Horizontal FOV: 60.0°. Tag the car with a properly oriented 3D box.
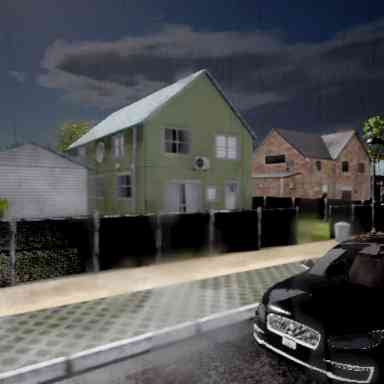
[{"bbox_3d":[3.108,1.513,5.287,4.892,1.490,1.837,0,0,-35],"label":"car"}]
